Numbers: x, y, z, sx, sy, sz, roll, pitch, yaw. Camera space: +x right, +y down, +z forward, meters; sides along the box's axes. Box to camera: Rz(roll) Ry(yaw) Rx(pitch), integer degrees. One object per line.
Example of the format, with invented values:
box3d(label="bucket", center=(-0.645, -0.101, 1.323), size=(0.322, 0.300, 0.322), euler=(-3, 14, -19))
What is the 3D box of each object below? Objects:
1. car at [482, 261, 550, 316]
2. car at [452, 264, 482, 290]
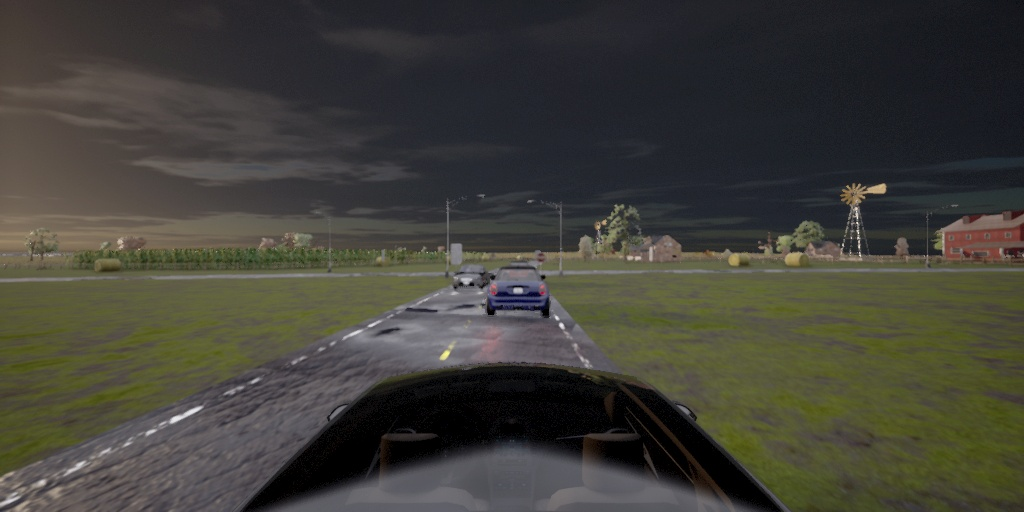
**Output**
box3d(label="car", center=(0.225, 1.122, 13.538), size=(2.097, 1.767, 4.553), euler=(0, 0, 1))
box3d(label="car", center=(-2.499, 1.274, 22.717), size=(2.128, 1.511, 4.902), euler=(0, 0, 2))
